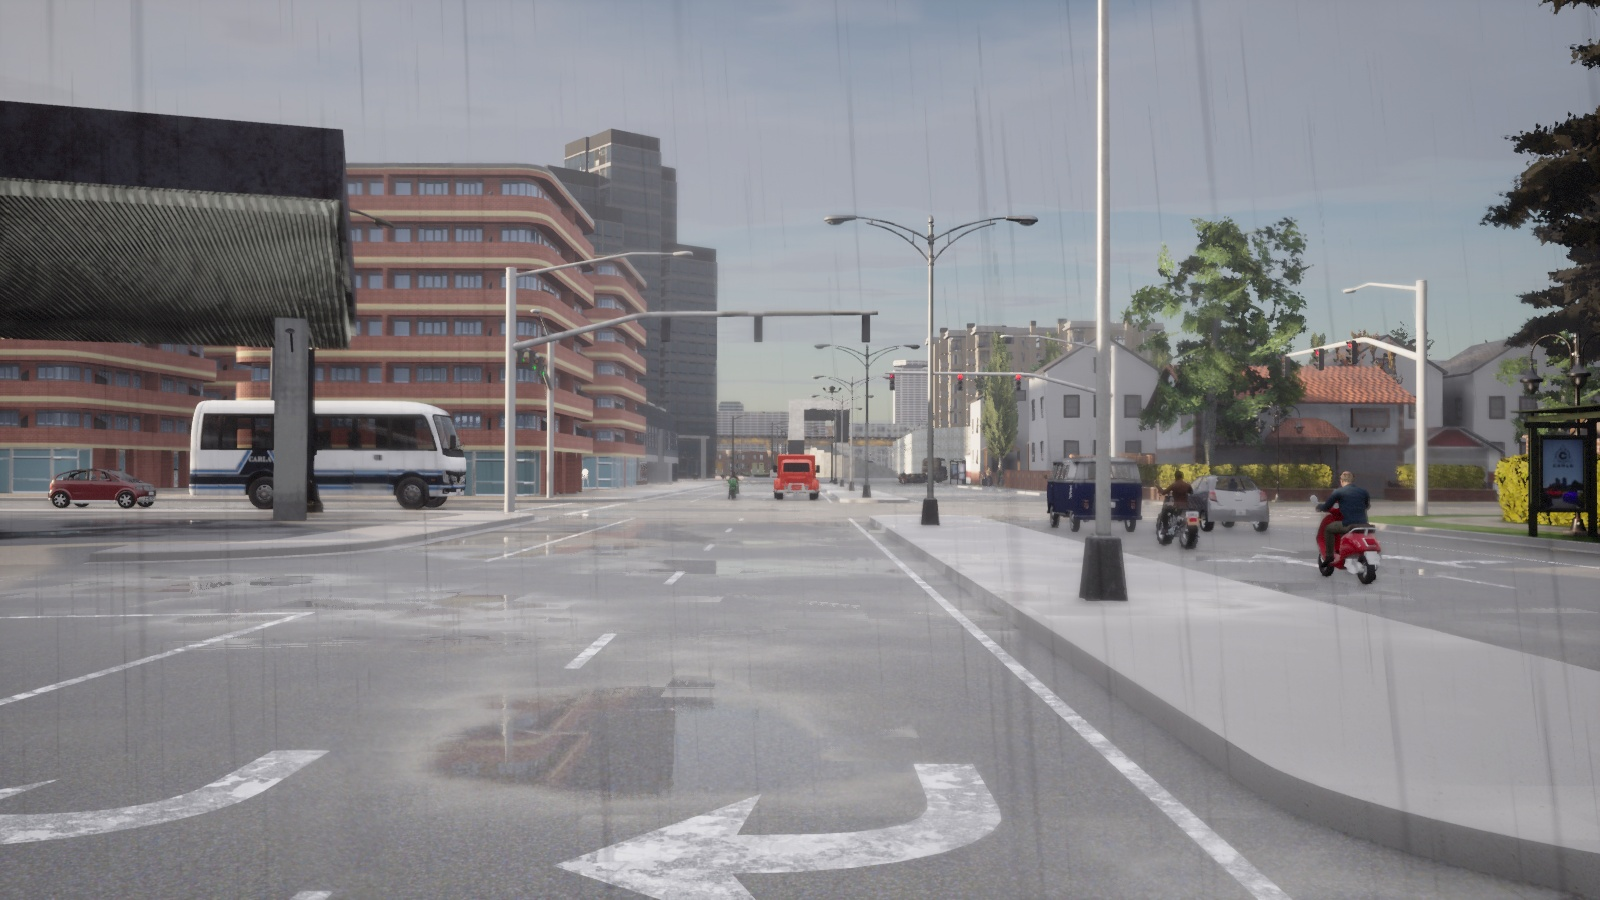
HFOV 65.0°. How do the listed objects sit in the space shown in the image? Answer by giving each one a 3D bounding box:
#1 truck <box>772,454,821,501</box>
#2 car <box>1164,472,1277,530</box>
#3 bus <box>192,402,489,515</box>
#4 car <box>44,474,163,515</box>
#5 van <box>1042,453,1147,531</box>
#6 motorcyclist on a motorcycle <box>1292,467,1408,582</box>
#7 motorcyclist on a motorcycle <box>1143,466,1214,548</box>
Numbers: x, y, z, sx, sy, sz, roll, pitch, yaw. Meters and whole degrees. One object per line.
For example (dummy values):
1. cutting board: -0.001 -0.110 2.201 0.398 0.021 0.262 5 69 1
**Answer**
1. truck: -0.185 1.491 69.419 2.627 2.467 5.204 0 -1 0
2. car: 11.409 1.358 34.329 1.845 1.501 3.633 0 -1 0
3. bus: -17.908 0.341 49.599 10.273 4.253 3.944 0 -1 -1
4. car: -27.353 1.730 49.395 3.705 1.549 1.789 0 -1 -1
5. van: 7.909 1.107 34.104 1.775 1.987 4.442 0 -1 0
6. motorcyclist on a motorcycle: 7.951 1.042 18.245 0.866 1.590 1.817 0 -1 0
7. motorcyclist on a motorcycle: 7.930 1.176 26.432 0.766 1.649 2.350 0 -1 0
